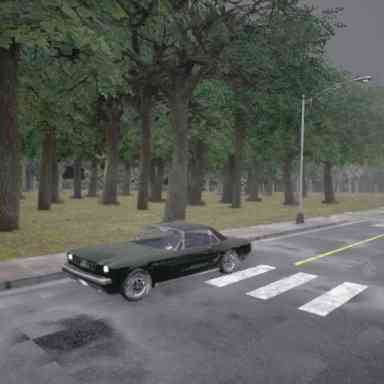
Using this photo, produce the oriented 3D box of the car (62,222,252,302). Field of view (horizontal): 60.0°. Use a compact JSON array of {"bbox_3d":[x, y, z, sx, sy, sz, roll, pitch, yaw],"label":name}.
[{"bbox_3d":[-0.592,1.473,8.169,1.895,1.301,4.718,2,2,45],"label":"car"}]
